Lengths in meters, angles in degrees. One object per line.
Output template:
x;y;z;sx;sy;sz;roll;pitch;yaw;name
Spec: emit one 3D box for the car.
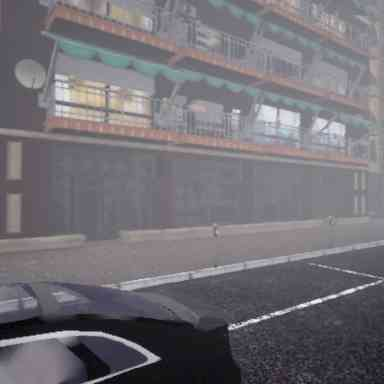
-1.855;1.488;2.054;4.902;1.511;2.128;0;0;-35;car
